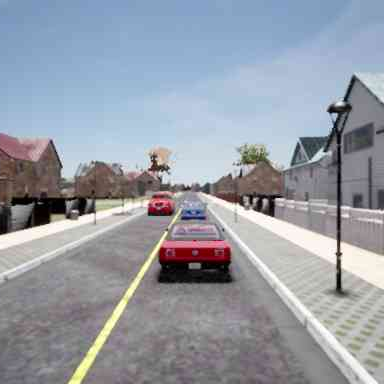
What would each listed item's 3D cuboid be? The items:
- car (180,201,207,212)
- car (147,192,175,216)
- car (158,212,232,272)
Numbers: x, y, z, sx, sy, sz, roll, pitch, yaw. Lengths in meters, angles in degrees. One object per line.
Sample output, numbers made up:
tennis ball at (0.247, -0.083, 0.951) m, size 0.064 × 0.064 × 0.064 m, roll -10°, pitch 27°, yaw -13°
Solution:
car at (0.118, 1.391, 24.266) m, size 2.033 × 1.411 × 5.357 m, roll 0°, pitch 0°, yaw 1°
car at (-2.769, 1.021, 30.730) m, size 2.150 × 2.045 × 5.566 m, roll 0°, pitch 1°, yaw 0°
car at (0.092, 1.533, 10.477) m, size 1.895 × 1.301 × 4.718 m, roll 0°, pitch 0°, yaw 0°
